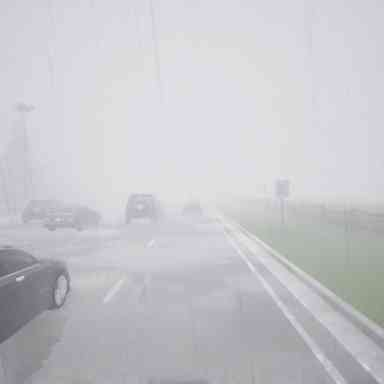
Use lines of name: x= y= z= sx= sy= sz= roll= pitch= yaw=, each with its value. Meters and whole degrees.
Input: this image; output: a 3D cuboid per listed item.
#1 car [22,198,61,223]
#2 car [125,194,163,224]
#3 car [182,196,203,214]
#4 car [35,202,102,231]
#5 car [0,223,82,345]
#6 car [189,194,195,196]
car: x=-10.393 y=1.255 z=24.254 sx=2.097 sy=1.767 sz=4.553 roll=0 pitch=0 yaw=0
car: x=-3.392 y=1.124 z=24.281 sx=2.150 sy=2.045 sz=5.566 roll=0 pitch=0 yaw=0
car: x=0.031 y=1.402 z=33.612 sx=1.812 sy=1.442 sz=4.674 roll=0 pitch=0 yaw=1
car: x=-6.893 y=1.469 z=19.675 sx=2.033 sy=1.411 sz=5.357 roll=0 pitch=0 yaw=0
car: x=-3.399 y=1.485 z=4.863 sx=1.837 sy=1.490 sz=4.892 roll=0 pitch=0 yaw=0
car: x=0.021 y=1.253 z=65.425 sx=1.801 sy=1.575 sz=5.366 roll=0 pitch=0 yaw=0
